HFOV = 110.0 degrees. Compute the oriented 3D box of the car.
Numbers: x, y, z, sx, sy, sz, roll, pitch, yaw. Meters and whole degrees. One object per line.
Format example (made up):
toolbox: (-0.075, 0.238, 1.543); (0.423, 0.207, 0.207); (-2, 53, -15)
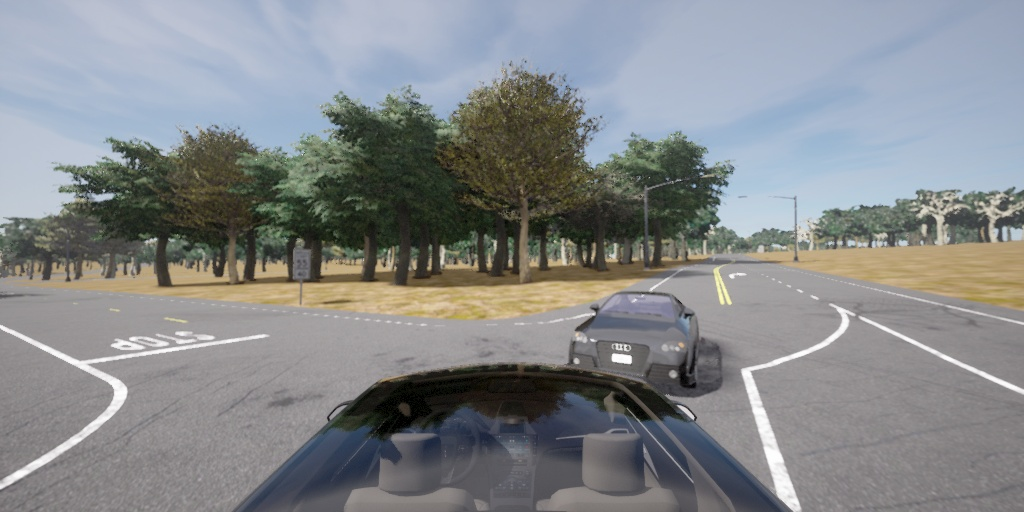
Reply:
car: (2.620, 1.423, 7.212); (1.994, 1.385, 4.181); (-1, -2, 29)
